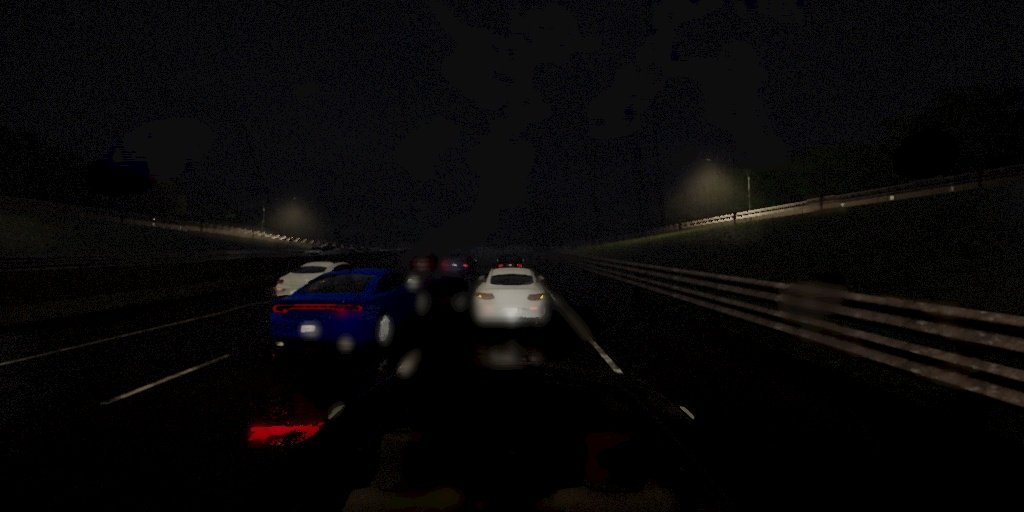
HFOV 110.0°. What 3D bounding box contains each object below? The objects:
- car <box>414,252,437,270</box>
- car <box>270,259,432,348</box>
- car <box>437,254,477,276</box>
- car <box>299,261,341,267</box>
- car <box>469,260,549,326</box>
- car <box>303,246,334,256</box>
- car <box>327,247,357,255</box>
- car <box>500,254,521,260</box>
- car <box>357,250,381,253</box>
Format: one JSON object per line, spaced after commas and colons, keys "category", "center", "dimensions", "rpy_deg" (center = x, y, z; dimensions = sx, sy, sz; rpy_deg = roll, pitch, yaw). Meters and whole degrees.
{"category": "car", "center": [-7.163, 0.404, 30.772], "dimensions": [1.837, 1.490, 4.892], "rpy_deg": [0, 2, -1]}
{"category": "car", "center": [-3.503, 1.019, 8.644], "dimensions": [1.882, 1.535, 5.008], "rpy_deg": [0, 2, 0]}
{"category": "car", "center": [-3.621, 0.593, 25.623], "dimensions": [2.033, 1.411, 5.357], "rpy_deg": [0, 2, 0]}
{"category": "car", "center": [-7.015, 0.914, 13.829], "dimensions": [1.812, 1.442, 4.674], "rpy_deg": [0, 2, 0]}
{"category": "car", "center": [-0.008, 1.014, 10.380], "dimensions": [1.812, 1.442, 4.674], "rpy_deg": [0, 2, 0]}
{"category": "car", "center": [-25.253, -0.363, 47.424], "dimensions": [2.150, 2.045, 5.566], "rpy_deg": [0, 1, -1]}
{"category": "car", "center": [-21.747, -0.098, 47.039], "dimensions": [1.882, 1.535, 5.008], "rpy_deg": [0, 2, -2]}
{"category": "car", "center": [-0.121, 0.591, 25.676], "dimensions": [2.033, 1.411, 5.357], "rpy_deg": [0, 2, 0]}
{"category": "car", "center": [-18.250, -0.052, 47.154], "dimensions": [1.812, 1.442, 4.674], "rpy_deg": [0, 2, -2]}
